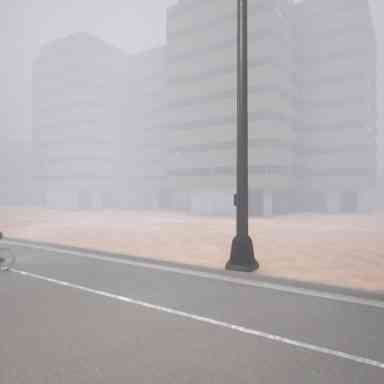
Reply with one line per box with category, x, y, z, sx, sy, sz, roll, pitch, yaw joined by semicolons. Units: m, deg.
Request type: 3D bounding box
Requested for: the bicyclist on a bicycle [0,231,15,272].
bicyclist on a bicycle;-5.552;1.452;8.839;0.582;1.620;1.656;0;2;35
